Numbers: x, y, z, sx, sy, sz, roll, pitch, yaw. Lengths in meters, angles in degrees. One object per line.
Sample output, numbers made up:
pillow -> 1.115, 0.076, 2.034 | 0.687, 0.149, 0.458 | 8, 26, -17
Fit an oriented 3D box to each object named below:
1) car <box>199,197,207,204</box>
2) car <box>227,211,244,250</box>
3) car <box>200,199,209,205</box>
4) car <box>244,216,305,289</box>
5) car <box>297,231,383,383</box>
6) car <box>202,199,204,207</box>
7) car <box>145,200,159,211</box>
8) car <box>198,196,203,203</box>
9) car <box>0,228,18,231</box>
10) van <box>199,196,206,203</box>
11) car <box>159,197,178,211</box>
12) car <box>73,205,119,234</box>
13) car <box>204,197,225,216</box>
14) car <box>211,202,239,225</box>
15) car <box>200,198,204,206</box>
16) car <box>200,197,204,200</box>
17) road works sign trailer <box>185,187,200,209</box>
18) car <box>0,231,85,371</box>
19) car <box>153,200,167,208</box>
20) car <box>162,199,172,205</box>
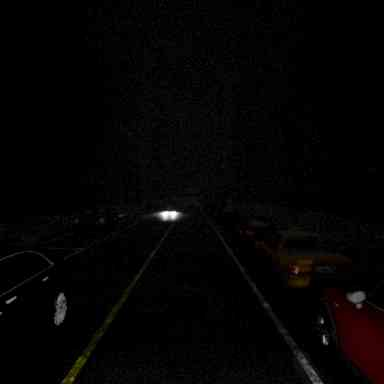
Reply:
car -> 2.860, 2.207, 87.495 | 1.967, 1.590, 4.097 | 0, -1, 0
car -> 2.777, 1.710, 14.674 | 1.802, 1.307, 4.206 | 0, 0, 0
car -> 2.847, 2.234, 76.291 | 1.947, 1.339, 4.313 | 0, -1, 0
car -> 2.770, 1.607, 9.243 | 1.752, 1.417, 4.829 | 0, 0, 0
car -> 2.763, 1.472, 3.472 | 1.967, 1.590, 4.097 | 0, 0, 0
car -> 2.815, 1.987, 48.284 | 1.947, 1.339, 4.313 | 0, -1, 0
car -> -5.710, 1.965, 48.288 | 1.887, 1.381, 4.507 | 0, -1, 0
car -> 2.833, 1.884, 65.091 | 2.192, 1.841, 5.009 | 0, -1, 0
car -> -5.756, 1.603, 8.905 | 1.752, 1.417, 4.829 | 0, 0, 0
van -> 2.866, 2.158, 93.098 | 1.690, 1.788, 3.998 | 0, -1, 0
car -> -3.032, 1.897, 46.556 | 2.128, 1.511, 4.902 | 0, 0, 0
car -> -5.743, 1.616, 20.280 | 1.967, 1.590, 4.097 | 0, 0, 0
car -> 2.801, 1.638, 37.083 | 2.192, 1.841, 5.009 | 0, -1, 0
car -> 2.789, 1.770, 25.878 | 1.887, 1.381, 4.507 | 0, 0, 0
car -> 2.822, 2.021, 53.886 | 2.008, 1.369, 4.403 | 0, -1, 0
car -> 2.828, 2.046, 59.657 | 1.752, 1.417, 4.829 | 0, -1, 0
road works sign trailer -> 0.064, 0.950, 55.698 | 2.380, 3.560, 2.880 | 0, -1, 0
car -> -3.096, 1.542, 4.160 | 1.837, 1.490, 4.892 | 0, -1, 0
car -> -5.697, 2.070, 59.492 | 2.008, 1.369, 4.403 | 0, -1, 0
car -> -5.678, 2.233, 76.298 | 1.947, 1.339, 4.313 | 0, -1, 0
